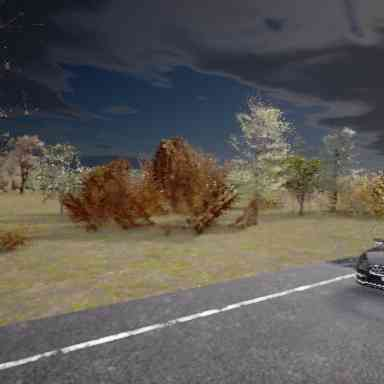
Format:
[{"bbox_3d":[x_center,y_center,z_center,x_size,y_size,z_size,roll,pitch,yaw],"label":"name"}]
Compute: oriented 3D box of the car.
[{"bbox_3d":[5.975,1.556,8.234,4.892,1.490,1.837,0,0,-35],"label":"car"}]
